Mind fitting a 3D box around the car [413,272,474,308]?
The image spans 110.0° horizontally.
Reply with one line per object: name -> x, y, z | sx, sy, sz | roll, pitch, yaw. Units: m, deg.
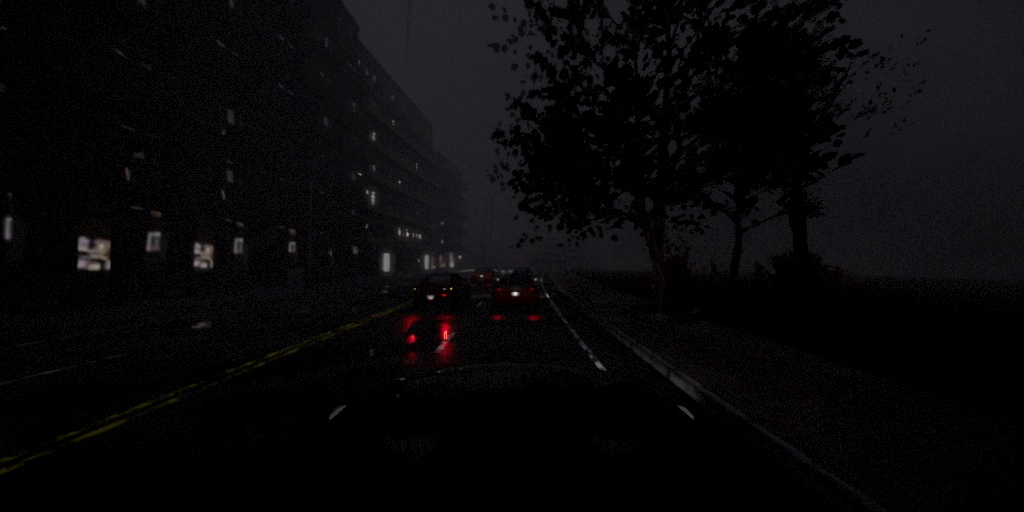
car -> -3.046, 1.419, 16.099 | 1.812, 1.442, 4.674 | 0, 0, 2

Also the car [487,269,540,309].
car -> 0.199, 1.456, 15.945 | 1.994, 1.385, 4.181 | 0, -1, 2

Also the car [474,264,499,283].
car -> -2.326, 1.612, 30.919 | 1.994, 1.385, 4.181 | 0, -1, 4

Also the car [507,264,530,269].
car -> 0.923, 1.610, 30.771 | 1.994, 1.385, 4.181 | 0, -1, 4
